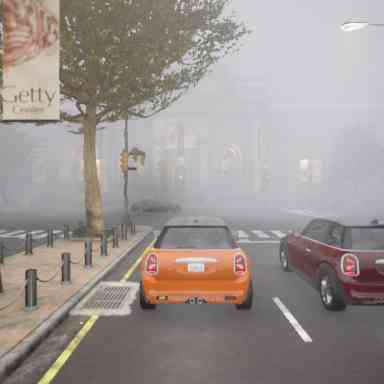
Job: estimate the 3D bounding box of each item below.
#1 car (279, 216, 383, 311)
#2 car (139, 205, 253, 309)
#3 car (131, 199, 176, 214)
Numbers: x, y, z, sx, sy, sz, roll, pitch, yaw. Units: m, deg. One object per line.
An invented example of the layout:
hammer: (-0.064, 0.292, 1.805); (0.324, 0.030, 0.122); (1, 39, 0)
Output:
car: (3.584, 1.351, 7.907); (2.097, 1.767, 4.553); (0, 0, 0)
car: (0.084, 1.351, 8.003); (2.097, 1.767, 4.553); (0, 0, 0)
car: (-3.557, 1.487, 33.028); (4.902, 1.511, 2.128); (0, 0, 0)
